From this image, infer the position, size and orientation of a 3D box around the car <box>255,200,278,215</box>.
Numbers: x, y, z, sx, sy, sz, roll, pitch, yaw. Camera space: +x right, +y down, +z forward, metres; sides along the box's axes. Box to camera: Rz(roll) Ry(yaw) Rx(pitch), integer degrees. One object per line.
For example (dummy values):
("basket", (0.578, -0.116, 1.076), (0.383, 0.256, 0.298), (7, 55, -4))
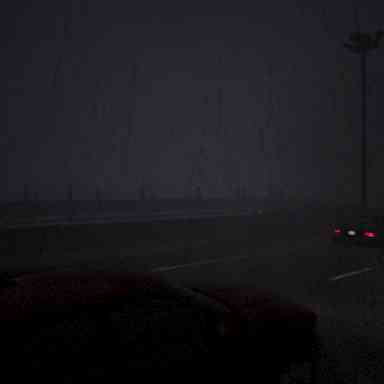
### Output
("car", (7.994, 1.511, 31.215), (4.902, 1.511, 2.128), (0, 0, -36))

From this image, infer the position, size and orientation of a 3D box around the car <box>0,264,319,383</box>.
("car", (-0.815, 1.479, 3.175), (5.008, 1.535, 1.882), (0, 0, -35))

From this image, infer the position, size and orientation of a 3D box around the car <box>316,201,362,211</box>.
("car", (11.739, 1.582, 25.288), (4.181, 1.385, 1.994), (0, 0, -36))

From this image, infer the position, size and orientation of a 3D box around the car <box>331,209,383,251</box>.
("car", (7.928, 1.558, 13.715), (5.357, 1.411, 2.033), (0, 0, -36))

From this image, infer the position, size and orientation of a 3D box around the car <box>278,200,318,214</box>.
("car", (9.921, 1.496, 28.291), (5.008, 1.535, 1.882), (0, 0, -36))
